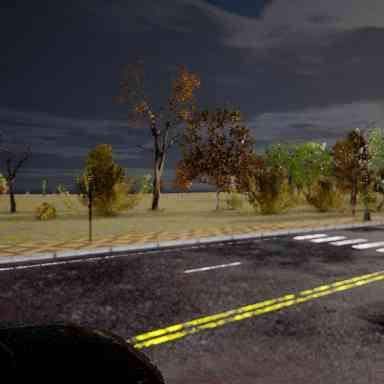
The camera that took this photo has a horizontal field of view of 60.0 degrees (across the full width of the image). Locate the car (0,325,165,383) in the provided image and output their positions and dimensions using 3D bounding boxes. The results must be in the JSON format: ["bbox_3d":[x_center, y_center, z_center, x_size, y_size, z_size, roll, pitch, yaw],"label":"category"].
[{"bbox_3d":[-2.390,1.504,1.699,4.892,1.490,1.837,0,0,-35],"label":"car"}]
